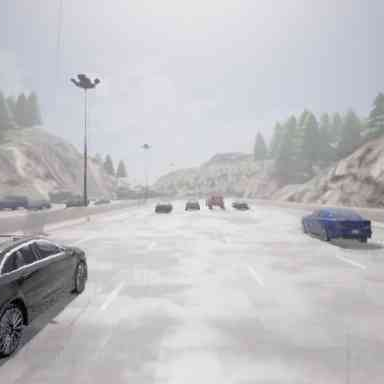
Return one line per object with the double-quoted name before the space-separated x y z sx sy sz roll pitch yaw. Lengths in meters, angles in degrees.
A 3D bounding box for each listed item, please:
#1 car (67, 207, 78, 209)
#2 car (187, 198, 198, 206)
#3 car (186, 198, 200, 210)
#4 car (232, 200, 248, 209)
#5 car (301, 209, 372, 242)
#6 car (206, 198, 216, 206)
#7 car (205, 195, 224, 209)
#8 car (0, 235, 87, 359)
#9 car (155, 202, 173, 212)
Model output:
"car" -17.538 1.519 51.561 2.150 2.045 5.566 0 0 1
"car" 0.104 1.847 63.732 1.882 1.535 5.008 0 -1 0
"car" 0.102 1.843 48.207 1.994 1.385 4.181 0 0 0
"car" 7.085 1.888 49.492 1.895 1.301 4.718 0 0 0
"car" 7.099 1.576 16.905 1.882 1.535 5.008 0 0 0
"car" 3.597 1.896 63.734 1.812 1.442 4.674 0 -1 0
"car" 3.606 1.510 50.148 2.150 2.045 5.566 0 -1 0
"car" -3.393 1.527 5.993 2.128 1.511 4.902 0 0 0
"car" -3.422 1.842 41.621 1.895 1.301 4.718 0 0 0
